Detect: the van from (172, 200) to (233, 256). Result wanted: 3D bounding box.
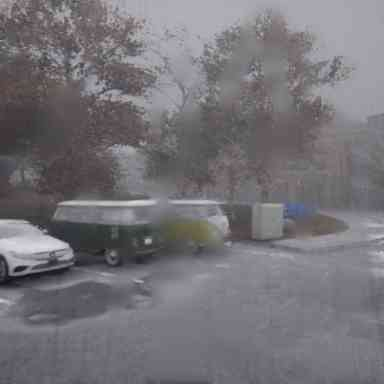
[{"bbox_3d":[-0.521,1.294,13.053,4.442,1.987,1.878,-1,-1,35],"label":"van"}]

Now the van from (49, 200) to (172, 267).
[{"bbox_3d":[-3.119,1.281,11.473,4.442,1.987,1.878,-1,-1,35],"label":"van"}]

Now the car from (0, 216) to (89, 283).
[{"bbox_3d":[-5.420,1.531,9.708,4.674,1.452,2.002,-1,-1,35],"label":"car"}]
